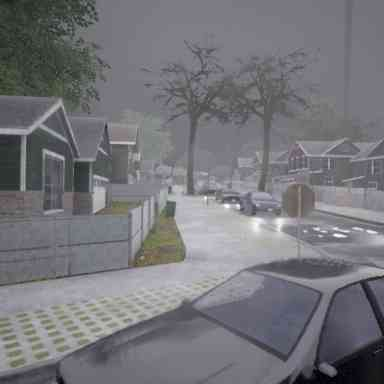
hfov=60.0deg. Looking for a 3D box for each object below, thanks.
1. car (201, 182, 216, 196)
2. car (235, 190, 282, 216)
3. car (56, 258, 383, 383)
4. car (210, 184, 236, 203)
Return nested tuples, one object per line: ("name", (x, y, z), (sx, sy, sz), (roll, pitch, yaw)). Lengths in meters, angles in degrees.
("car", (2.362, -0.341, 43.165), (1.882, 1.535, 5.008), (1, 3, -6))
("car", (4.508, 0.710, 22.433), (1.812, 1.442, 4.674), (1, 3, -6))
("car", (1.315, 1.559, 3.808), (5.357, 1.411, 2.033), (0, 0, -34))
("car", (3.465, 0.245, 32.492), (2.033, 1.411, 5.357), (1, 3, -6))
